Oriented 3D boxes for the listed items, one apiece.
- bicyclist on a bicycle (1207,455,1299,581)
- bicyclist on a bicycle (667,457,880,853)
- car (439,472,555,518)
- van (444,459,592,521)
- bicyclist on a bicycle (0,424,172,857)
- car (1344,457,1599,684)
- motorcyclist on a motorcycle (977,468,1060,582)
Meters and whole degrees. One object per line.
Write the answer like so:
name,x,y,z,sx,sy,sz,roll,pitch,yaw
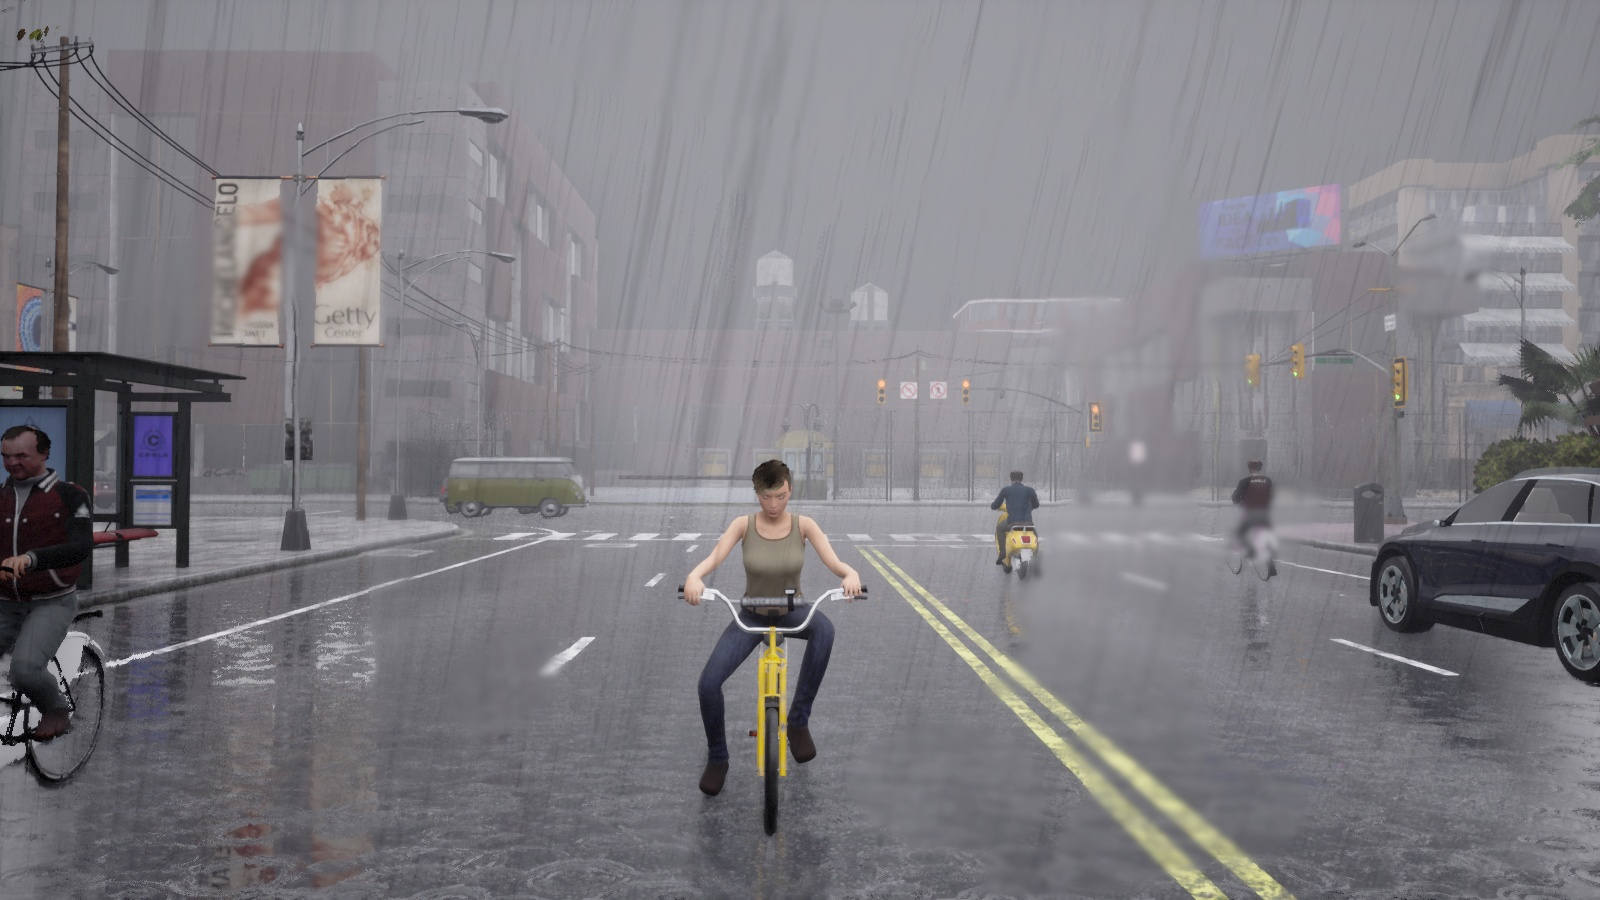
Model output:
bicyclist on a bicycle,6.694,0.971,18.659,0.659,1.776,1.843,0,-1,-1
bicyclist on a bicycle,-0.120,0.850,5.896,0.866,1.612,1.509,0,-1,-1
car,-10.708,1.582,44.549,3.705,1.549,1.789,0,-1,0
van,-9.175,1.292,41.061,4.442,1.987,1.775,0,-1,0
bicyclist on a bicycle,-3.621,0.795,5.670,0.659,1.776,1.843,0,-1,-1
car,6.807,0.900,10.864,2.033,1.649,4.856,0,-1,-1
motorcyclist on a motorcycle,3.196,1.066,18.522,0.866,1.590,1.817,0,-1,-1
